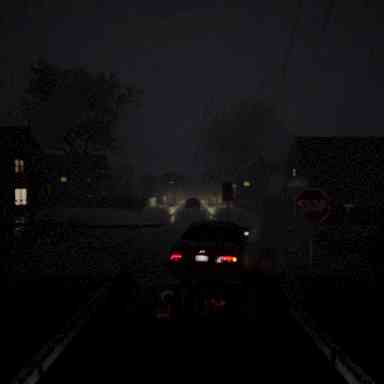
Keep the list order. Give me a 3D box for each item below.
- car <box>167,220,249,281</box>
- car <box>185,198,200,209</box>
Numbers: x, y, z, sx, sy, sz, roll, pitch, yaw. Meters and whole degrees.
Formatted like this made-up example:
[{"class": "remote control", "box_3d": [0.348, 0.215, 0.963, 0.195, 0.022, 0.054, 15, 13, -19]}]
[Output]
[{"class": "car", "box_3d": [0.675, 1.563, 9.993, 2.033, 1.411, 5.357, 0, 0, 10]}, {"class": "car", "box_3d": [0.107, 1.560, 47.317, 1.882, 1.535, 5.008, 0, 0, 0]}]
